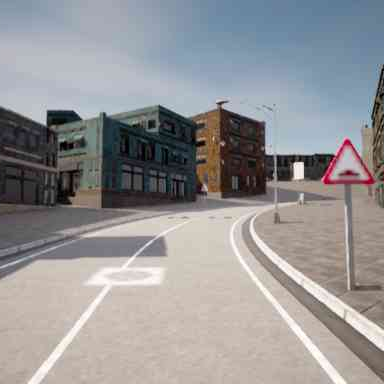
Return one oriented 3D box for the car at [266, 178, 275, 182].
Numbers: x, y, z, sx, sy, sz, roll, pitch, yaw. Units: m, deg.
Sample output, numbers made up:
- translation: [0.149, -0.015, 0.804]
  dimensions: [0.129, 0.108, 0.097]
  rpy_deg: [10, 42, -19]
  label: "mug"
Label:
- translation: [20.738, -3.191, 92.897]
  dimensions: [4.553, 1.767, 2.185]
  rpy_deg: [0, -4, -2]
  label: "car"
